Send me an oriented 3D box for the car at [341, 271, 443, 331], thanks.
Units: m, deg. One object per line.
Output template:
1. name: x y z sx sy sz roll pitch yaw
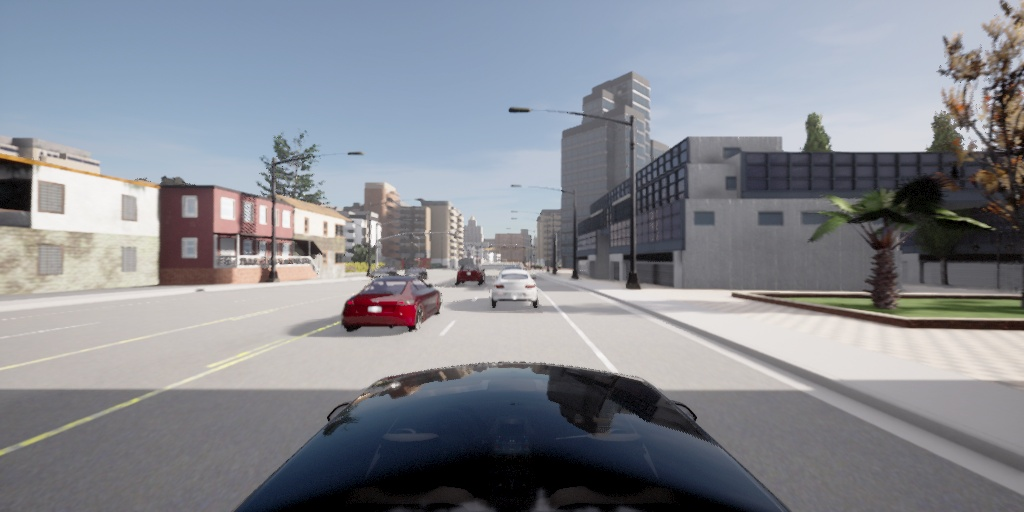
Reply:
1. car: -3.399 1.300 10.892 1.994 1.385 4.181 0 0 0

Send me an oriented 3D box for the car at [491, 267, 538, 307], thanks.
1. car: 0.101 1.304 15.485 1.812 1.442 4.674 0 -1 0

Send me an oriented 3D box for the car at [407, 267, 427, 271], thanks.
1. car: -10.581 1.977 39.604 2.128 1.511 4.902 0 -2 0

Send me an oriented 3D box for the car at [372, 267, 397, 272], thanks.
1. car: -14.081 1.976 39.595 2.128 1.511 4.902 0 -2 0

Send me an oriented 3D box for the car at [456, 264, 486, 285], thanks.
1. car: -3.402 1.498 30.415 2.097 1.767 4.553 0 -2 0
